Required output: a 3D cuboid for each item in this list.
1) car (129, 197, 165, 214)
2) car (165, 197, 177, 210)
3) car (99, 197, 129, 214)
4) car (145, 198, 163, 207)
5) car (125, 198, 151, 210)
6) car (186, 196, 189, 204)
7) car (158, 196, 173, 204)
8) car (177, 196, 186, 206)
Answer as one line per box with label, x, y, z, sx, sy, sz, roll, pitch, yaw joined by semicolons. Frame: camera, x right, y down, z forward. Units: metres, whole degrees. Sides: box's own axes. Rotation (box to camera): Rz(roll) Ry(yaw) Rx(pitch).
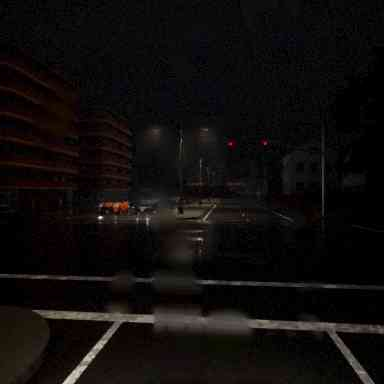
car;-4.590;1.491;34.880;2.128;1.511;4.902;0;0;6
car;-3.634;1.601;44.090;1.895;1.301;4.718;0;0;6
car;-8.105;1.352;34.951;2.097;1.767;4.553;0;0;6
car;-6.124;1.601;53.900;1.895;1.301;4.718;0;0;6
car;-7.120;1.545;44.369;2.033;1.411;5.357;0;0;6
car;-1.631;1.505;63.037;1.837;1.490;4.892;0;0;7
car;-5.062;1.564;63.874;1.994;1.385;4.181;0;0;6
car;-2.684;1.491;53.135;2.128;1.511;4.902;0;0;6
